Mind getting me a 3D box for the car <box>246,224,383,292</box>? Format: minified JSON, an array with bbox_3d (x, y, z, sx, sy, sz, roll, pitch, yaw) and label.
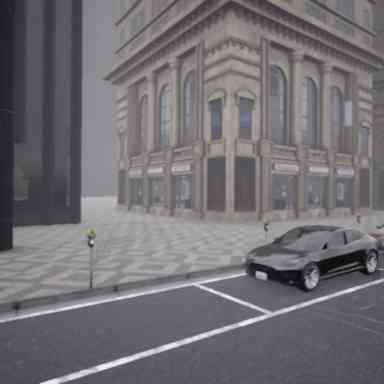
[{"bbox_3d":[3.404,1.600,9.072,4.313,1.339,1.947,0,0,-35],"label":"car"}]
